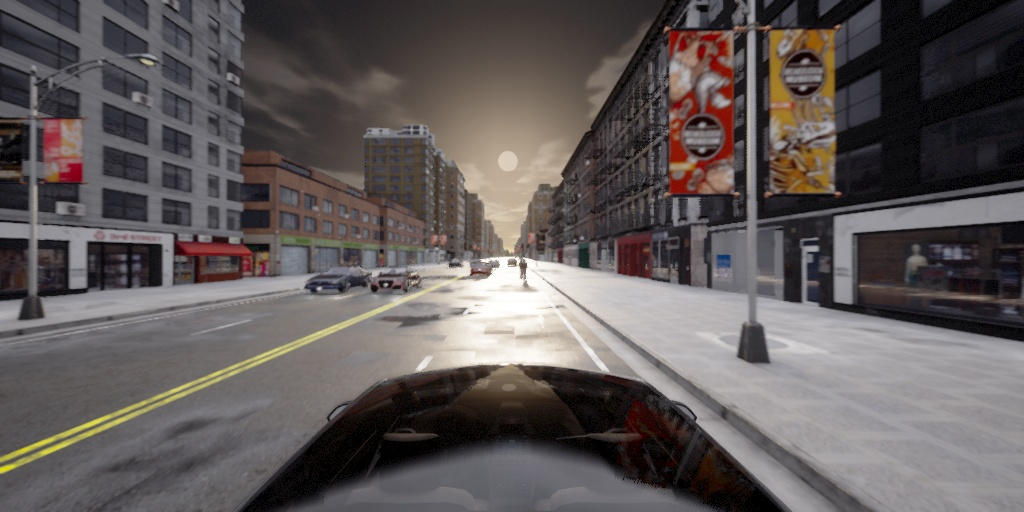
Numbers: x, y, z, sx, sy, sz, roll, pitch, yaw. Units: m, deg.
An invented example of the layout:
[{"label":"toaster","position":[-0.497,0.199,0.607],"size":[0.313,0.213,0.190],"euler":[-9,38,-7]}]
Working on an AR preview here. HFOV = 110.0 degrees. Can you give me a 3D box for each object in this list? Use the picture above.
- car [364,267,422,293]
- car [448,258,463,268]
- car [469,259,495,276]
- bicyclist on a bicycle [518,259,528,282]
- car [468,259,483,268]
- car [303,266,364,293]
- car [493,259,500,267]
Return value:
[{"label":"car","position":[-6.593,1.307,20.734],"size":[1.994,1.385,4.181],"euler":[0,0,0]},{"label":"car","position":[-9.764,1.183,62.300],"size":[1.882,1.535,5.008],"euler":[0,0,1]},{"label":"car","position":[-3.143,1.298,37.145],"size":[1.994,1.385,4.181],"euler":[0,0,0]},{"label":"bicyclist on a bicycle","position":[0.899,1.111,26.916],"size":[0.659,1.776,1.843],"euler":[0,0,0]},{"label":"car","position":[-6.500,1.253,63.830],"size":[2.033,1.411,5.357],"euler":[0,0,0]},{"label":"car","position":[-9.844,1.290,20.978],"size":[2.033,1.411,5.357],"euler":[0,0,0]},{"label":"car","position":[-3.136,1.270,62.009],"size":[1.994,1.385,4.181],"euler":[0,0,0]}]
